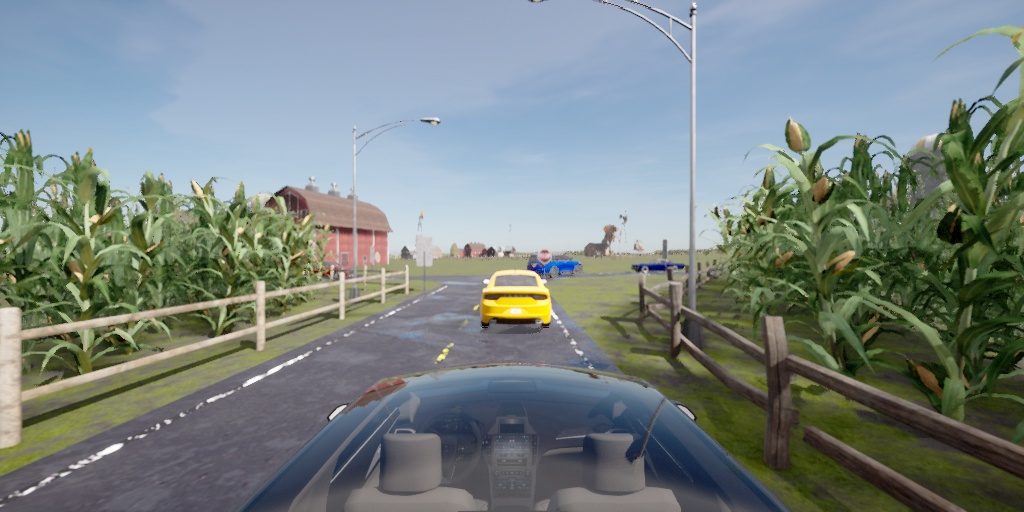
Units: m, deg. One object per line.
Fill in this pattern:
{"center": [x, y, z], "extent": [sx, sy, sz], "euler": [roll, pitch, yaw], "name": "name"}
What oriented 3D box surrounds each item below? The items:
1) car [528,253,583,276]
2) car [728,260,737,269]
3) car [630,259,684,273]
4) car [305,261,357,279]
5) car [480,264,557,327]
{"center": [3.639, 0.773, 30.030], "extent": [2.150, 2.045, 5.566], "euler": [-3, 0, 44], "name": "car"}
{"center": [24.137, 0.667, 35.844], "extent": [4.902, 1.511, 2.128], "euler": [-1, 0, -7], "name": "car"}
{"center": [14.072, 0.955, 34.971], "extent": [4.718, 1.301, 1.895], "euler": [-1, 0, -4], "name": "car"}
{"center": [-16.530, 1.202, 32.488], "extent": [4.553, 1.767, 2.097], "euler": [-1, 0, 6], "name": "car"}
{"center": [0.105, 1.185, 11.340], "extent": [1.882, 1.535, 5.008], "euler": [0, 0, 0], "name": "car"}
